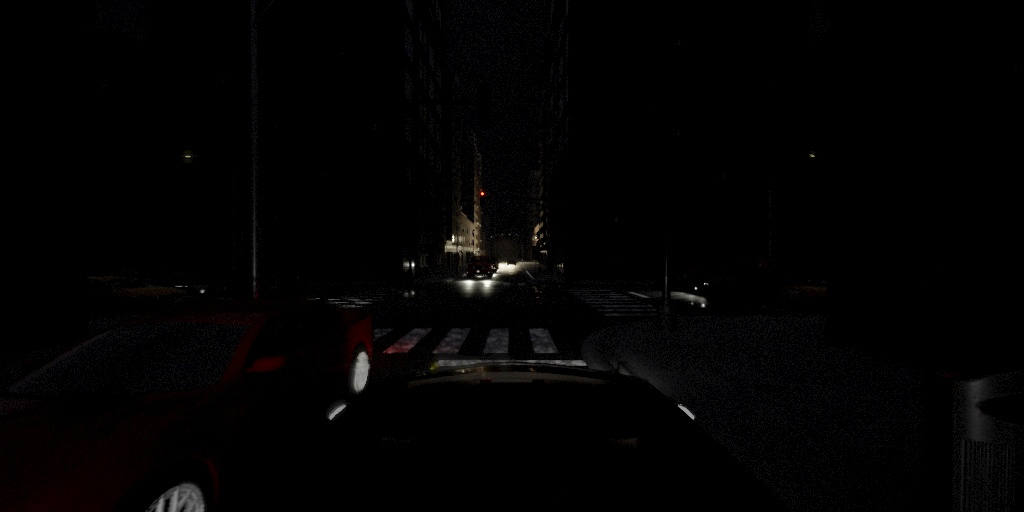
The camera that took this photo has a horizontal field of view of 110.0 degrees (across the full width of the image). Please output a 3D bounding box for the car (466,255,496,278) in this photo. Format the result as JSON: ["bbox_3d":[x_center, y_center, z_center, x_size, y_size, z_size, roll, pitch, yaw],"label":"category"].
[{"bbox_3d":[-2.906,0.963,33.514,2.150,2.045,5.566,0,0,0],"label":"car"}]

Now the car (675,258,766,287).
[{"bbox_3d":[12.317,1.031,20.945,5.009,1.841,2.192,0,0,0],"label":"car"}]

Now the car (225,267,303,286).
[{"bbox_3d":[-14.566,1.308,20.933,4.313,1.339,1.948,0,0,0],"label":"car"}]

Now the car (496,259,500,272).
[{"bbox_3d":[-2.922,0.956,43.903,2.150,2.045,5.566,0,0,0],"label":"car"}]

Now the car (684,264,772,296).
[{"bbox_3d":[12.137,1.276,18.369,5.357,1.411,2.033,0,0,3],"label":"car"}]

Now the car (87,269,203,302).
[{"bbox_3d":[-14.402,1.305,12.908,4.829,1.417,1.751,0,0,0],"label":"car"}]

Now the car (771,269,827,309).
[{"bbox_3d":[12.482,1.280,12.920,4.829,1.417,1.751,0,0,0],"label":"car"}]

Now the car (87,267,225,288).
[{"bbox_3d":[-15.789,1.260,15.438,4.902,1.511,2.128,0,0,0],"label":"car"}]

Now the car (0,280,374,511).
[{"bbox_3d":[-3.019,1.227,3.655,1.882,1.535,5.008,0,0,-3],"label":"car"}]
